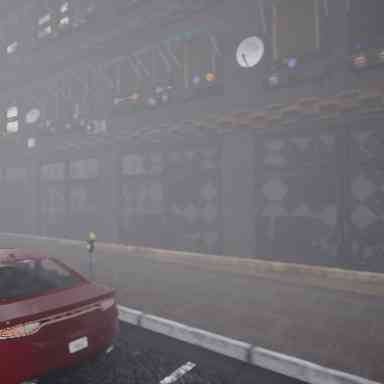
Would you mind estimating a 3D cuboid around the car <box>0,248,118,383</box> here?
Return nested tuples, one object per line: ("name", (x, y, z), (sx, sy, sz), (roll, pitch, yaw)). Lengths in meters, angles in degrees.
("car", (-3.046, 1.513, 4.924), (4.507, 1.381, 1.887), (0, -1, 36))
